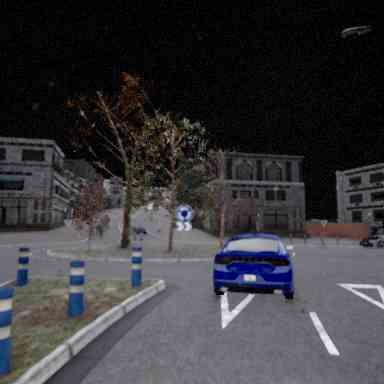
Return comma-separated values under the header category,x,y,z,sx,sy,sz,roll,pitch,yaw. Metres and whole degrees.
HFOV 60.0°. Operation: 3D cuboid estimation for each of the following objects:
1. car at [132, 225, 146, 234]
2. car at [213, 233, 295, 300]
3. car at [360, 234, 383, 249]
category,x,y,z,sx,sy,sz,roll,pitch,yaw
car,-8.778,6.123,54.929,1.895,1.301,4.718,2,-1,-16
car,1.873,1.947,9.556,1.882,1.535,5.008,-2,-6,15
car,17.935,4.624,31.219,4.181,1.385,1.994,3,-7,-16
